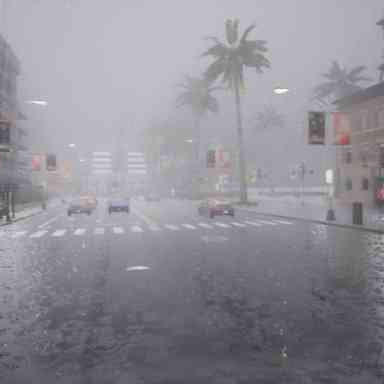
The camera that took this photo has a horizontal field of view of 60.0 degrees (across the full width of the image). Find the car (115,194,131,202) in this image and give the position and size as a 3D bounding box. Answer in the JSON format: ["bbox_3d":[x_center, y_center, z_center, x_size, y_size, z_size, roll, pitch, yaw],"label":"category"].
[{"bbox_3d":[-14.289,1.126,68.613,2.128,1.511,4.902,-1,1,-26],"label":"car"}]

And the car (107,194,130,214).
[{"bbox_3d":[-7.252,1.292,32.697,1.882,1.535,5.008,-1,1,-14],"label":"car"}]

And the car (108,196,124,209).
[{"bbox_3d":[-9.540,1.297,41.603,1.812,1.442,4.674,-1,1,-14],"label":"car"}]

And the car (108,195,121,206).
[{"bbox_3d":[-12.045,1.229,51.336,1.837,1.490,4.892,-1,1,-14],"label":"car"}]

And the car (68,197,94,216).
[{"bbox_3d":[-10.513,1.413,31.334,1.812,1.442,4.674,-1,1,-14],"label":"car"}]

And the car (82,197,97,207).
[{"bbox_3d":[-15.351,1.398,50.143,1.895,1.301,4.718,-1,1,-14],"label":"car"}]

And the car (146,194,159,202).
[{"bbox_3d":[-7.126,1.078,59.815,1.812,1.442,4.674,-1,1,-18],"label":"car"}]

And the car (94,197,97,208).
[{"bbox_3d":[-12.785,1.323,40.166,1.882,1.535,5.008,-1,1,-14],"label":"car"}]

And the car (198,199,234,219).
[{"bbox_3d":[1.820,1.236,25.928,1.812,1.442,4.674,-1,1,-14],"label":"car"}]
